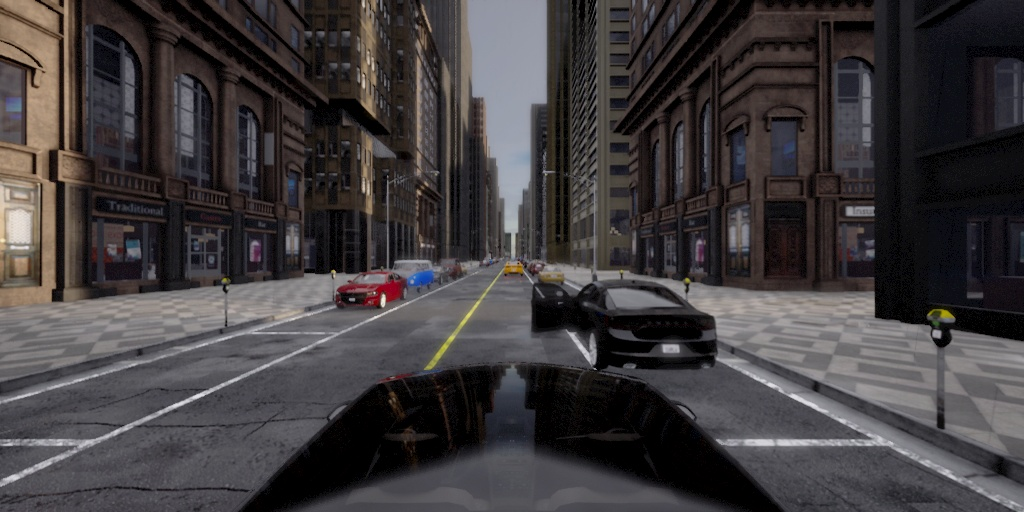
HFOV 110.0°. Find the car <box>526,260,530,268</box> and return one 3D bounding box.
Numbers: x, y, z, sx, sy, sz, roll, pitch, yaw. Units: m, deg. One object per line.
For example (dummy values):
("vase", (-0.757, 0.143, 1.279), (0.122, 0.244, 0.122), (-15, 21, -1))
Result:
("car", (2.884, 1.412, 43.172), (1.802, 1.307, 4.207), (0, 0, 0))

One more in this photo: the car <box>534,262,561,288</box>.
("car", (2.837, 1.322, 26.486), (1.751, 1.417, 4.829), (0, 0, 0))

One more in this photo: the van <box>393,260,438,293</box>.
("van", (-5.704, 1.128, 20.709), (1.690, 1.789, 3.998), (0, 0, 0))

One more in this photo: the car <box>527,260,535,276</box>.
("car", (2.868, 1.401, 37.554), (1.802, 1.307, 4.207), (0, 0, 0))

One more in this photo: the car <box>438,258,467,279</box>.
("car", (-5.673, 1.124, 31.946), (2.192, 1.841, 5.009), (0, 0, 0))

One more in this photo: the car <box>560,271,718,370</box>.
("car", (2.383, 1.239, 7.829), (1.882, 1.535, 5.008), (0, 0, 0))

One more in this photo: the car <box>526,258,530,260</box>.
("car", (2.900, 1.368, 48.960), (1.751, 1.417, 4.829), (0, 0, 0))

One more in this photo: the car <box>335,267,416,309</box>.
("car", (-5.720, 1.321, 15.091), (1.888, 1.381, 4.507), (0, 0, 0))

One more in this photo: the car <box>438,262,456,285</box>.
("car", (-5.689, 1.349, 26.328), (2.007, 1.370, 4.403), (0, 0, 0))

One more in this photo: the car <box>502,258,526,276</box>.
("car", (0.189, 1.299, 38.390), (1.882, 1.535, 5.008), (0, 0, 0))
